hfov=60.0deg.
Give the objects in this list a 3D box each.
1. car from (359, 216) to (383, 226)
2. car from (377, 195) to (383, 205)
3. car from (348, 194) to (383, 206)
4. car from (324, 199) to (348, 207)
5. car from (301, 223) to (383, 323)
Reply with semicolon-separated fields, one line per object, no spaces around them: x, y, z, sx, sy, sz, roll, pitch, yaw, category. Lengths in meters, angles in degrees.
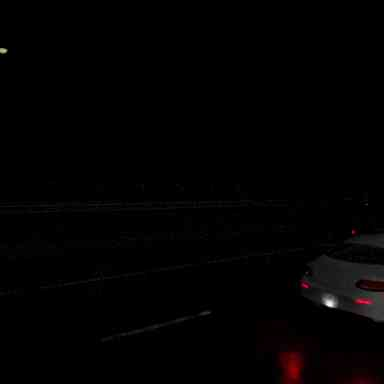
8.766;1.667;14.158;4.718;1.301;1.895;0;0;-35;car
22.861;1.446;36.612;4.553;1.767;2.097;0;0;-33;car
21.644;1.311;40.011;5.566;2.045;2.150;0;0;-33;car
19.154;1.631;42.566;5.357;1.411;2.033;0;0;-34;car
4.129;1.553;6.690;4.674;1.442;1.812;0;0;-35;car
